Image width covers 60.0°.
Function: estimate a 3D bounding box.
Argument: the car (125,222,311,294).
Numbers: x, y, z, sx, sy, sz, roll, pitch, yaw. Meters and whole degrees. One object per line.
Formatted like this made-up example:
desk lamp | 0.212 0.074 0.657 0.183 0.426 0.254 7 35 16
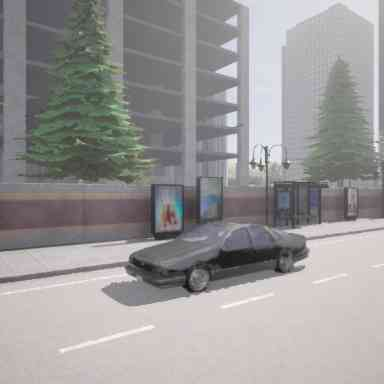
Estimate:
car | 0.975 1.547 9.026 5.357 1.411 2.033 0 0 -36
